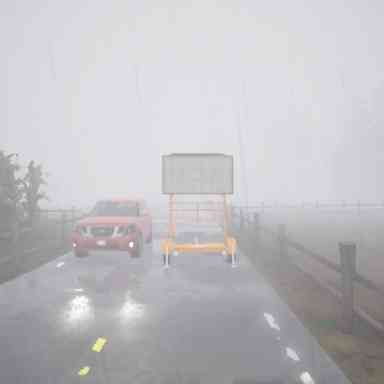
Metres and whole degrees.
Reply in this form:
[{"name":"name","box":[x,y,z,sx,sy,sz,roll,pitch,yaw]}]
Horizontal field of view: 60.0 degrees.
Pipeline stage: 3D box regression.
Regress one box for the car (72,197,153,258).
[{"name":"car","box":[-2.831,1.249,13.146,2.150,2.045,5.566,0,0,0]}]

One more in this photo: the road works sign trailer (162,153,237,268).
[{"name":"road works sign trailer","box":[0.189,0.485,11.375,2.380,3.560,2.880,0,0,-2]}]

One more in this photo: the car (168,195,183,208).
[{"name":"car","box":[-2.759,1.571,56.350,2.150,2.045,5.566,0,-1,0]}]
